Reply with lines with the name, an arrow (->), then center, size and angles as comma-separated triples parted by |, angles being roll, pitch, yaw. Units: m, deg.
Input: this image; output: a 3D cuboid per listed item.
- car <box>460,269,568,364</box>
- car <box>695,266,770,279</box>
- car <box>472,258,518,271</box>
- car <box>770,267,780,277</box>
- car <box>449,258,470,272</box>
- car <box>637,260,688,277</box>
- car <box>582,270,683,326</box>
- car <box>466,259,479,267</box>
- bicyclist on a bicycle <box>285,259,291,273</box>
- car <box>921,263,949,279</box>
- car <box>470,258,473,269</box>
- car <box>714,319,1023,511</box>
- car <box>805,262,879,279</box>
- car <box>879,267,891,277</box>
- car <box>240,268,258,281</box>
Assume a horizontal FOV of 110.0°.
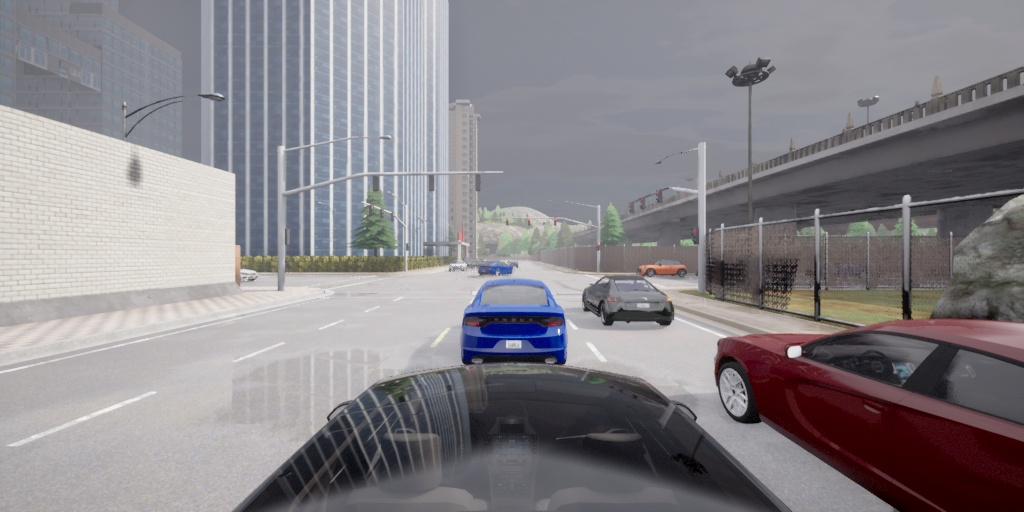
car -> 0.052, 1.227, 8.069 | 1.882, 1.535, 5.008 | 0, 0, 1
car -> 19.391, 1.351, 32.007 | 5.357, 1.411, 2.033 | 0, 0, 0
car -> -1.525, 1.257, 36.252 | 1.882, 1.535, 5.008 | 1, 0, 29
car -> 23.733, 1.405, 35.516 | 4.718, 1.301, 1.895 | 0, 0, 0
car -> -7.099, 1.273, 47.289 | 1.812, 1.442, 4.674 | 0, 0, 0
car -> 14.752, 1.156, 35.496 | 4.553, 1.767, 2.097 | 0, 0, 0
car -> 3.573, 1.313, 11.730 | 1.994, 1.385, 4.181 | 0, 0, 0
car -> -7.069, 1.311, 64.795 | 1.994, 1.385, 4.181 | 0, 0, -1
bicyclist on a bicycle -> -25.307, 1.104, 40.188 | 0.582, 1.620, 1.656 | 0, 0, 0
car -> 39.690, 1.282, 32.032 | 5.008, 1.535, 1.882 | 0, 0, 0
car -> -7.094, 1.099, 56.154 | 2.097, 1.767, 4.553 | 0, 0, 0
car -> 3.601, 1.228, 2.736 | 1.882, 1.535, 5.008 | 0, 0, 0
car -> 29.080, 1.282, 32.025 | 5.008, 1.535, 1.882 | 0, 0, 0
car -> 34.367, 1.405, 35.537 | 4.718, 1.301, 1.895 | 0, 0, 0
car -> -22.642, 1.330, 28.232 | 4.674, 1.442, 1.812 | 0, 0, 0
